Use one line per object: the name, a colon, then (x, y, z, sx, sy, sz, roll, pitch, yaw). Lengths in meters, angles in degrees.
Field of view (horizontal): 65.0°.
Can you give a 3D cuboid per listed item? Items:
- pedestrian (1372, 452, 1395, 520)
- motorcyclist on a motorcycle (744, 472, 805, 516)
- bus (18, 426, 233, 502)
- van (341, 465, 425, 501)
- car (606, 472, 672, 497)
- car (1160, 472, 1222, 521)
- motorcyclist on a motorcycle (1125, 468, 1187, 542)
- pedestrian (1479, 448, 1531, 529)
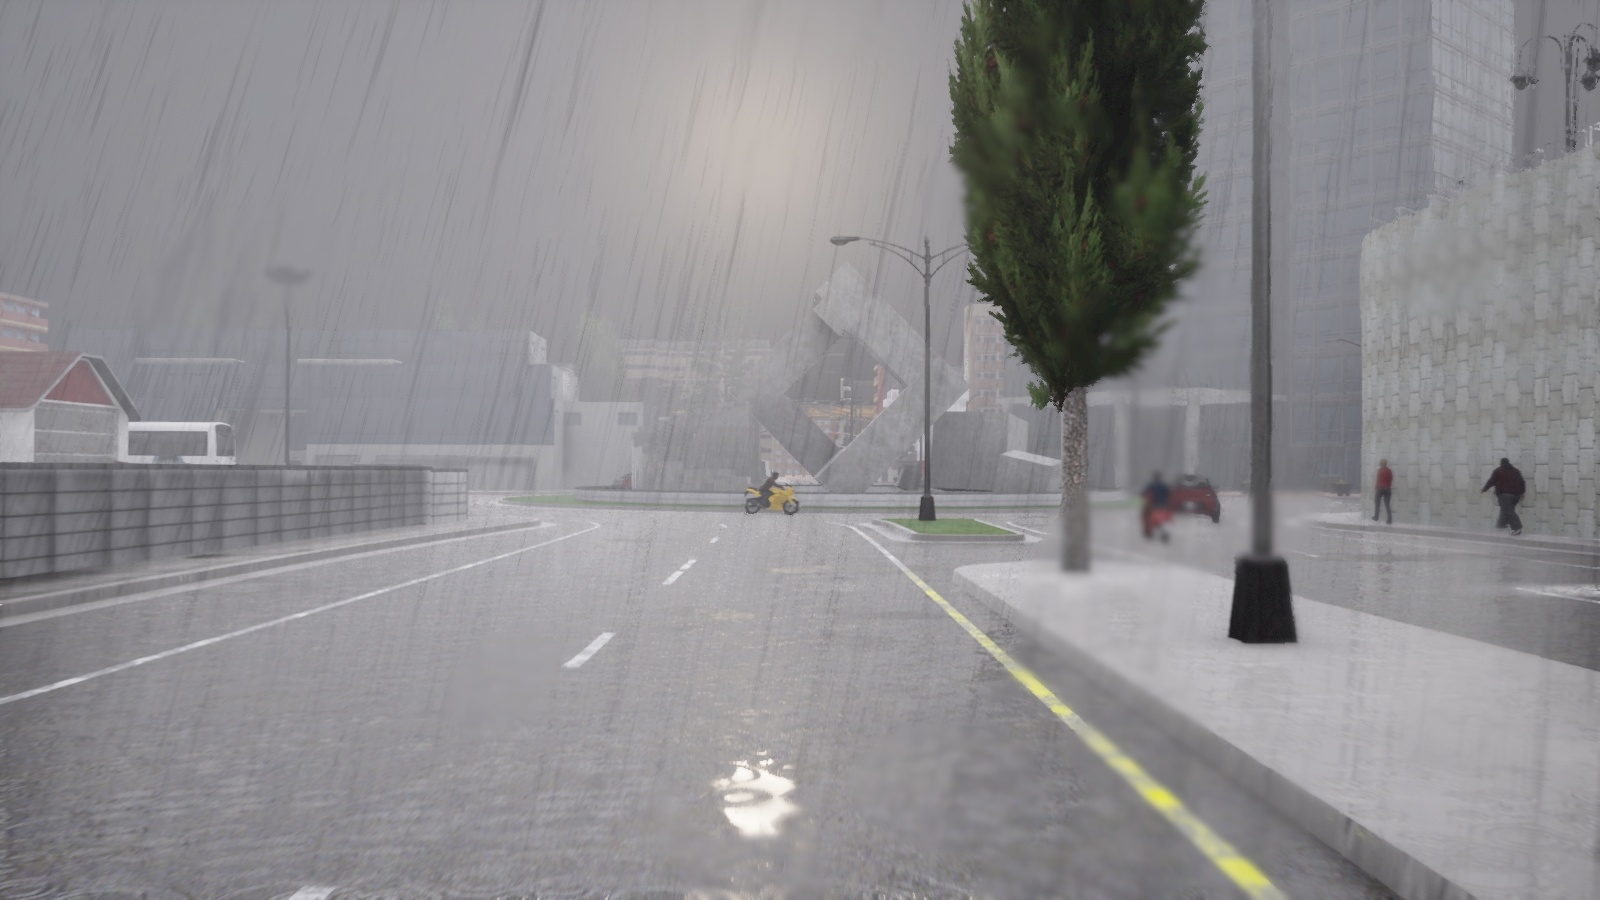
pedestrian: (15.992, 0.982, 34.428, 0.331, 1.846, 0.636, 0, -1, 2)
motorcyclist on a motorcycle: (-0.891, 1.542, 44.334, 2.044, 1.523, 0.797, 0, -2, 12)
bus: (-38.921, 0.811, 72.826, 10.273, 4.253, 3.944, 0, -1, -4)
van: (-23.661, 1.856, 71.375, 4.442, 1.987, 1.775, 0, -1, -16)
car: (-10.102, 2.155, 79.017, 3.705, 1.549, 1.789, 1, -1, -37)
car: (12.631, 1.454, 40.433, 1.816, 1.474, 4.193, -1, -1, 18)
motorcyclist on a motorcycle: (7.915, 1.205, 27.999, 0.866, 1.590, 1.817, 0, -1, 0)
pedestrian: (16.270, 0.890, 28.998, 0.634, 1.844, 0.899, 0, -1, -4)
